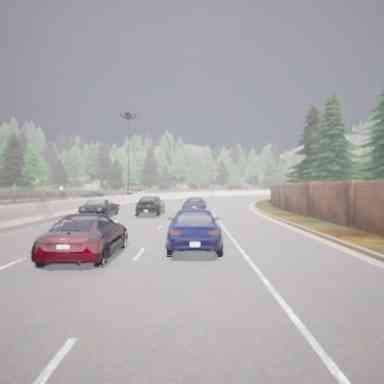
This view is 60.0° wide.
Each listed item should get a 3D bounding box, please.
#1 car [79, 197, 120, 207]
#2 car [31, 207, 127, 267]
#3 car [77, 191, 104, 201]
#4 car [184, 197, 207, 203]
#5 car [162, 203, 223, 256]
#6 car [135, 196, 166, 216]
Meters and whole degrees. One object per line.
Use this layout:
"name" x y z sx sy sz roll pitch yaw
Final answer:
"car" -6.839 1.203 25.048 1.895 1.301 4.718 0 1 1
"car" -3.408 1.391 10.796 1.994 1.385 4.181 0 1 0
"car" -16.509 0.644 54.350 1.837 1.490 4.892 0 1 16
"car" 0.279 1.129 27.382 1.994 1.385 4.181 0 1 3
"car" 0.078 1.333 12.070 1.812 1.442 4.674 0 1 0
"car" -3.264 1.081 26.713 1.837 1.490 4.892 0 1 2
